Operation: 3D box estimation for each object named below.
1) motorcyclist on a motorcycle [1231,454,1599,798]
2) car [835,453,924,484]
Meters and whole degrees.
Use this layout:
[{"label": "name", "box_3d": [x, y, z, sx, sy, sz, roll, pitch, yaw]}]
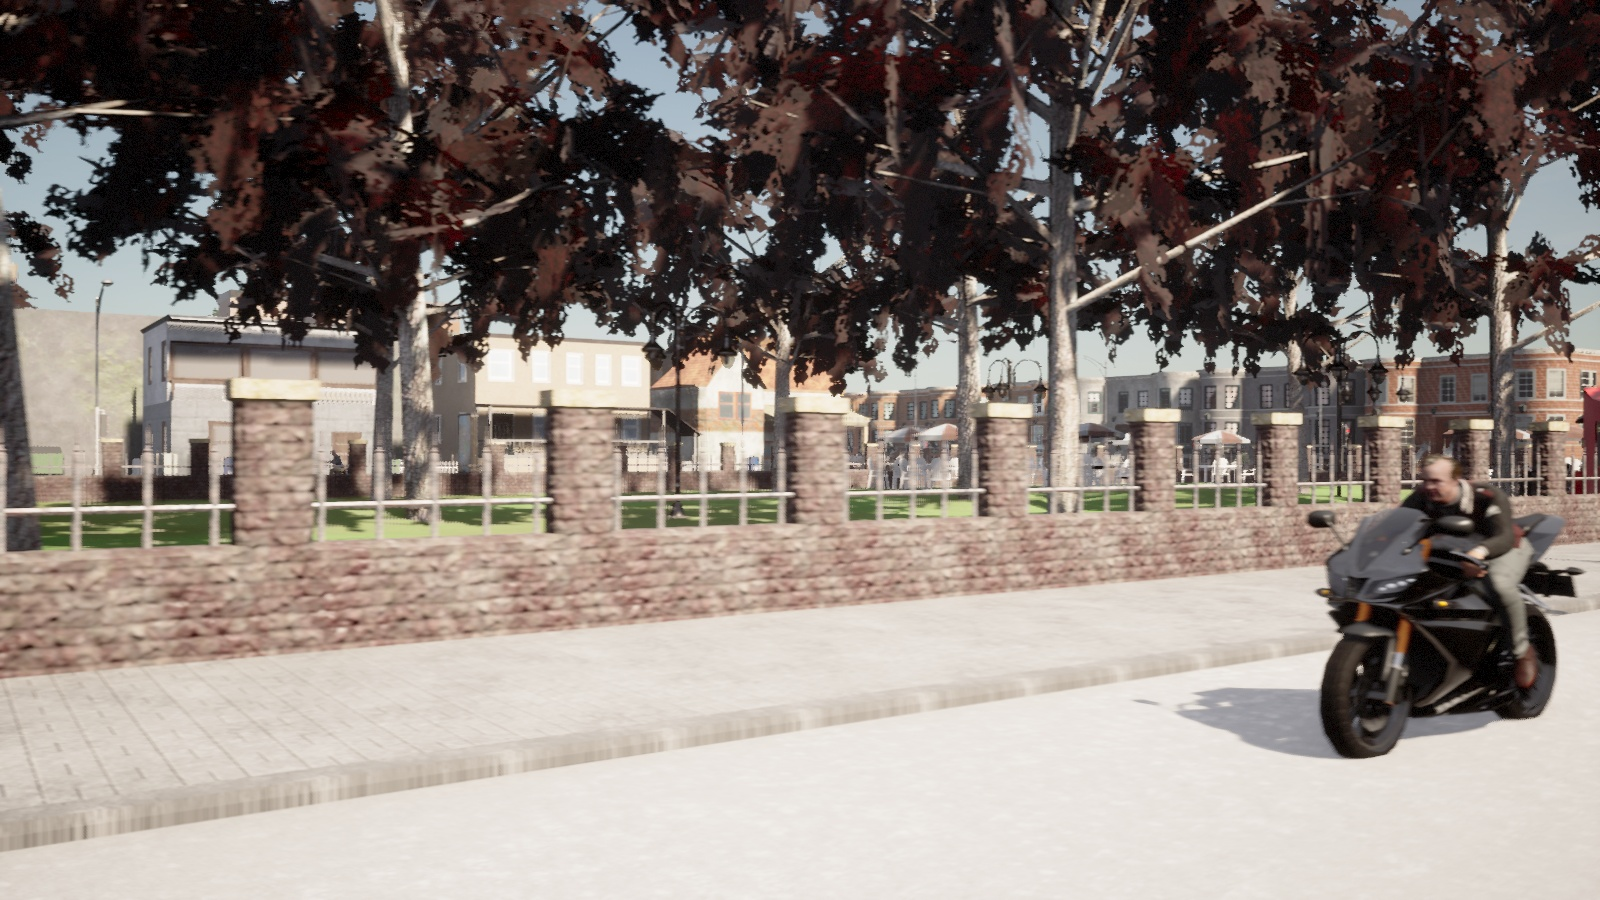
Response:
[{"label": "motorcyclist on a motorcycle", "box_3d": [3.316, 0.789, 6.580, 2.191, 1.530, 0.866, 0, 0, -35]}, {"label": "car", "box_3d": [3.942, 0.903, 62.192, 4.193, 1.474, 1.816, 0, 0, -35]}]
